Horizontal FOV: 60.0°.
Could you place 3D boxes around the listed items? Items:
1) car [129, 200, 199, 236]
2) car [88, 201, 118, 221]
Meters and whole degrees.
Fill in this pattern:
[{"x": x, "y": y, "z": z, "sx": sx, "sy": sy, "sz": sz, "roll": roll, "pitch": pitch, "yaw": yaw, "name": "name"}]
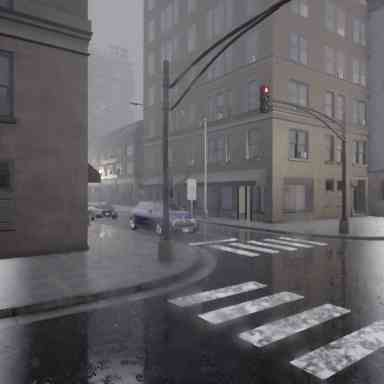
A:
[{"x": -1.595, "y": 1.269, "z": 17.998, "sx": 2.097, "sy": 1.767, "sz": 4.553, "roll": 0, "pitch": 0, "yaw": -36, "name": "car"}, {"x": -7.390, "y": 1.428, "z": 26.105, "sx": 1.994, "sy": 1.385, "sz": 4.181, "roll": 0, "pitch": 0, "yaw": -35, "name": "car"}]
